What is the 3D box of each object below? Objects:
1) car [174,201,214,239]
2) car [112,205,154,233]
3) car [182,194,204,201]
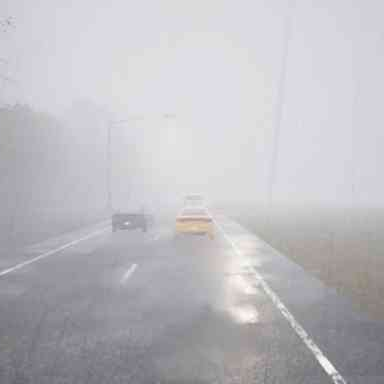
[{"bbox_3d":[0.117,1.481,17.486,1.882,1.535,5.008,0,0,0],"label":"car"},{"bbox_3d":[-3.394,1.482,19.879,1.882,1.535,5.008,0,0,0],"label":"car"},{"bbox_3d":[0.111,1.230,36.648,2.150,2.045,5.566,0,0,0],"label":"car"}]
